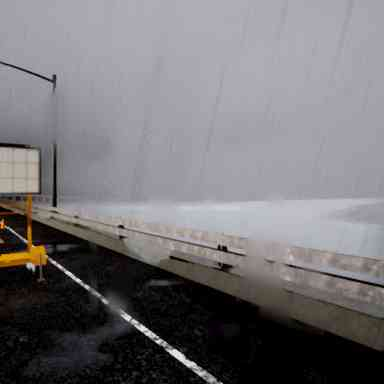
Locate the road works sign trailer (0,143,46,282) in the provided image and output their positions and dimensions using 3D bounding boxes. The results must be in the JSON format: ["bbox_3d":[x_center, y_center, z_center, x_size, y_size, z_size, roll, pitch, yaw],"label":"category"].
[{"bbox_3d":[-5.421,0.464,8.994,2.380,3.560,2.880,0,0,-35],"label":"road works sign trailer"}]
